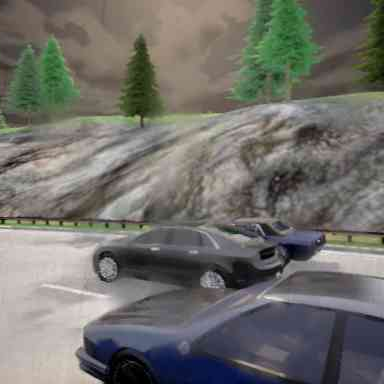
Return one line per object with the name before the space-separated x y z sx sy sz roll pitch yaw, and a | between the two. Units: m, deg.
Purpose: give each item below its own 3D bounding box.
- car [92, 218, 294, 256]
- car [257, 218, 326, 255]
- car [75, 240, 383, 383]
car | -0.317 1.463 8.047 4.892 1.490 1.837 0 0 31
car | 1.744 1.525 10.928 4.718 1.301 1.895 0 0 31
car | 1.295 1.516 3.005 5.357 1.411 2.033 0 0 34
